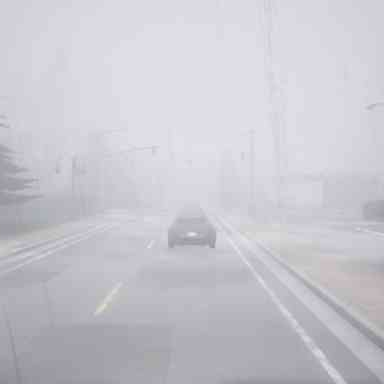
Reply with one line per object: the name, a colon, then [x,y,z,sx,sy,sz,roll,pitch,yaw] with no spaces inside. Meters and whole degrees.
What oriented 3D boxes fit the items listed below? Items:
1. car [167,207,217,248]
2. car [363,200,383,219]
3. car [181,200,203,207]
car: [0.000,1.571,14.650,1.994,1.385,4.181,0,0,0]
car: [14.203,1.338,24.074,2.007,1.523,4.514,0,0,0]
car: [0.000,1.494,29.650,2.128,1.511,4.902,0,0,0]
